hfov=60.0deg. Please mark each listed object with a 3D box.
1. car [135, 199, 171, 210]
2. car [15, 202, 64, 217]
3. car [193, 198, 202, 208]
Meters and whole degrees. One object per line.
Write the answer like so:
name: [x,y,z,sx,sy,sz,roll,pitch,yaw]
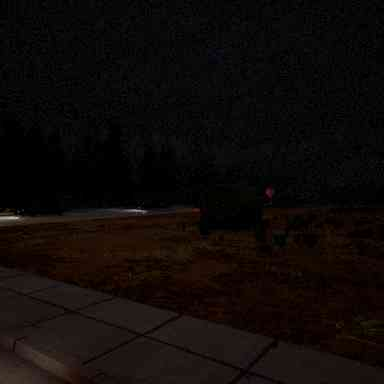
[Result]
car: [-5.049,1.574,43.759,2.033,1.411,5.357,0,0,37]
car: [-14.284,1.591,31.263,1.994,1.385,4.181,0,0,36]
car: [2.123,1.532,47.265,1.837,1.490,4.892,0,0,36]
